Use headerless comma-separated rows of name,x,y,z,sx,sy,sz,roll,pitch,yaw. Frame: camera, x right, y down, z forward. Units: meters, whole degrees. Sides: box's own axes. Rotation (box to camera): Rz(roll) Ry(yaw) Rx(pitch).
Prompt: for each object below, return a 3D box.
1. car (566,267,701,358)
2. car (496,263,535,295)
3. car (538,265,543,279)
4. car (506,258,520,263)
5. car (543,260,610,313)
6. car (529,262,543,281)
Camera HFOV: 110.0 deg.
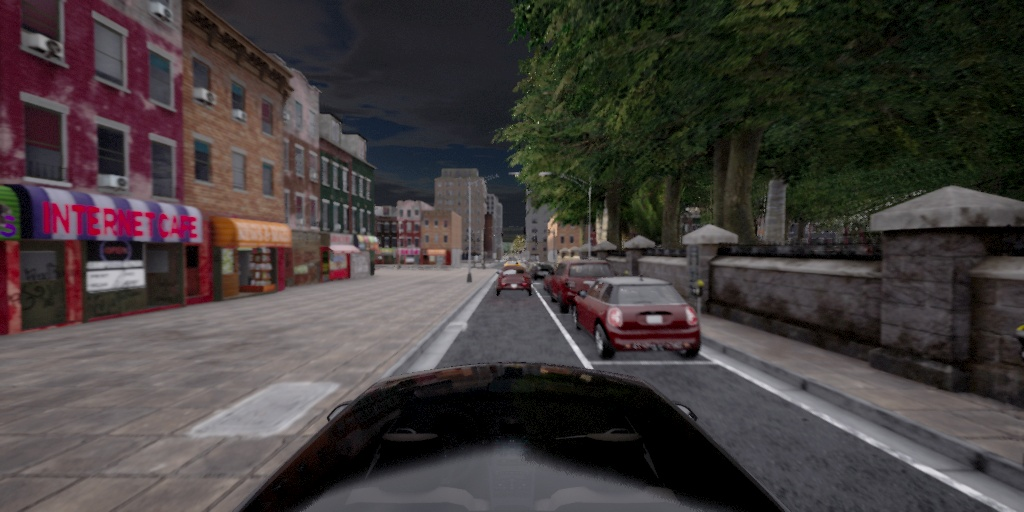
car,2.638,1.188,8.536,1.967,1.591,4.097,0,0,0
car,0.101,1.280,19.712,1.812,1.442,4.674,0,0,0
car,2.639,1.336,19.436,1.802,1.307,4.207,0,0,0
car,0.104,1.266,38.808,1.882,1.535,5.008,0,0,0
car,2.638,1.065,13.986,2.192,1.841,5.009,0,0,0
car,2.640,1.335,30.336,1.948,1.339,4.313,0,0,0
